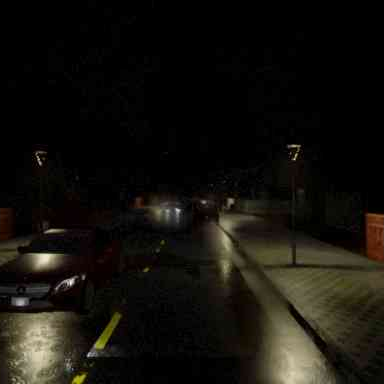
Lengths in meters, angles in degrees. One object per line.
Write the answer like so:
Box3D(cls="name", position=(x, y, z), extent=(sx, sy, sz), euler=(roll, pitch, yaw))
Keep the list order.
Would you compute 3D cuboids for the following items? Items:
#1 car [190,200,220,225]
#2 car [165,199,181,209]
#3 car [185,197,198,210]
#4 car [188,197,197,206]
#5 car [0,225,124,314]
Box3D(cls="car", position=(1.002, 1.591, 24.996), extent=(1.882, 1.535, 5.008), euler=(0, 0, 0))
Box3D(cls="car", position=(-2.760, 1.729, 48.388), extent=(1.812, 1.442, 4.674), euler=(0, 0, 0))
Box3D(cls="car", position=(0.102, 1.673, 46.348), extent=(1.882, 1.535, 5.008), euler=(0, 0, 1))
Box3D(cls="car", position=(0.100, 1.777, 63.534), extent=(1.812, 1.442, 4.674), euler=(0, 0, 0))
Box3D(cls="car", position=(-2.837, 1.564, 7.827), extent=(1.812, 1.442, 4.674), euler=(0, 0, 0))
